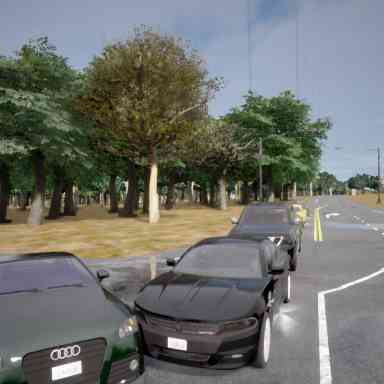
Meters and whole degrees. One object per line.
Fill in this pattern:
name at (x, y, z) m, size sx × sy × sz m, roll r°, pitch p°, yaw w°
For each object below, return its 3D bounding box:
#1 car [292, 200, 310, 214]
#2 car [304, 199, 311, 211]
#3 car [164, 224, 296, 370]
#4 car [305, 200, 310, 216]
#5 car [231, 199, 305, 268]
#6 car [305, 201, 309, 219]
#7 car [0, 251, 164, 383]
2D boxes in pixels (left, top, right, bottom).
car at (13.275, 1.744, 40.177) m, size 1.812 × 1.442 × 4.674 m, roll -1°, pitch 0°, yaw 21°
car at (11.285, 1.560, 34.964) m, size 2.097 × 1.767 × 4.553 m, roll -1°, pitch 0°, yaw 21°
car at (0.730, 1.613, 6.276) m, size 1.882 × 1.535 × 5.008 m, roll -1°, pitch -2°, yaw 21°
car at (9.263, 1.722, 29.587) m, size 1.812 × 1.442 × 4.674 m, roll -1°, pitch 0°, yaw 20°
car at (2.845, 1.458, 12.419) m, size 2.150 × 2.045 × 5.566 m, roll -2°, pitch 0°, yaw 21°
car at (7.209, 1.662, 24.081) m, size 1.882 × 1.535 × 5.008 m, roll -1°, pitch 0°, yaw 20°
car at (-2.315, 1.643, 4.976) m, size 1.994 × 1.385 × 4.181 m, roll 1°, pitch -2°, yaw -33°
